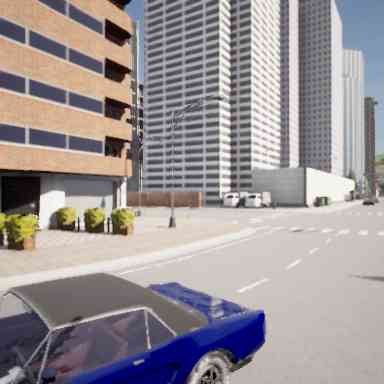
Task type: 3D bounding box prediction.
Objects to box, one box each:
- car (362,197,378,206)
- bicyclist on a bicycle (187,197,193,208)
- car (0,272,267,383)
[{"bbox_3d":[32.065,1.882,60.325,1.895,1.301,4.718,0,0,32],"label":"car"},{"bbox_3d":[-0.295,1.639,49.974,0.582,1.620,1.656,0,0,32],"label":"bicyclist on a bicycle"},{"bbox_3d":[-1.427,1.623,3.170,4.718,1.301,1.895,0,0,-41],"label":"car"}]
